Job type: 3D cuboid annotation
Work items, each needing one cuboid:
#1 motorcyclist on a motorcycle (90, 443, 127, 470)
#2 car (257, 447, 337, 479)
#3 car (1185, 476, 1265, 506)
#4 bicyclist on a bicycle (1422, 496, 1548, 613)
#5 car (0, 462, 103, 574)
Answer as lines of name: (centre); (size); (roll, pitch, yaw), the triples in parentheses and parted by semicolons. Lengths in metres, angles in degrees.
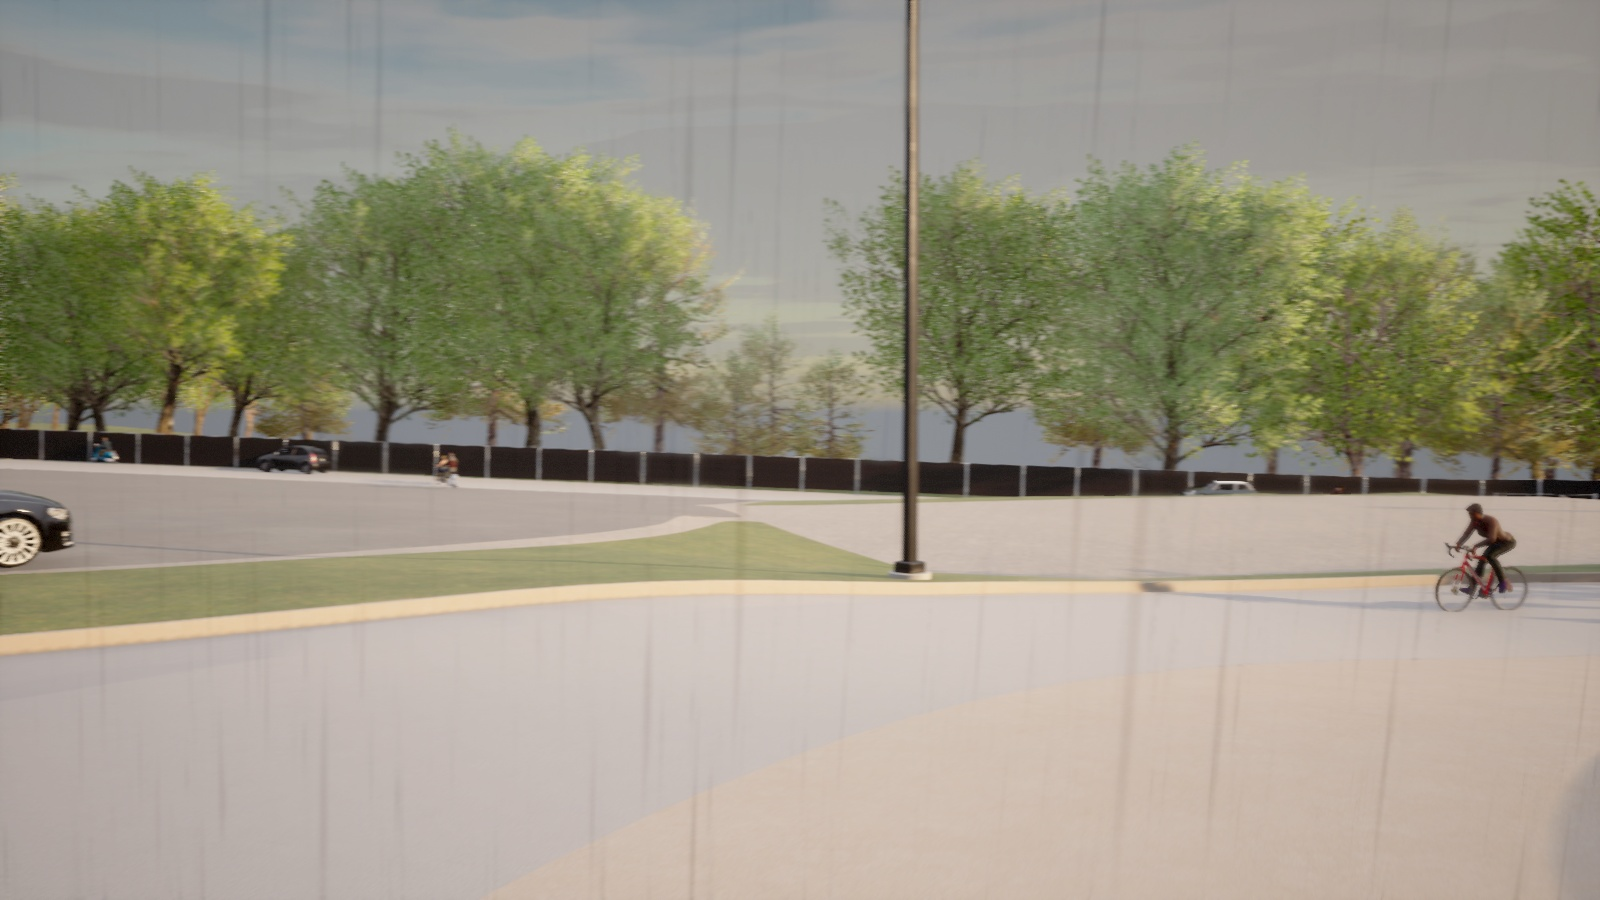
motorcyclist on a motorcycle: (-42.048, 0.386, 76.369); (1.817, 1.590, 0.866); (2, 3, 14)
car: (-29.477, 0.744, 73.621); (3.988, 1.617, 1.851); (2, 2, 13)
car: (23.173, 2.220, 68.646); (3.806, 1.475, 1.970); (1, 2, 8)
bicyclist on a bicycle: (10.165, 1.534, 18.653); (1.656, 1.620, 0.582); (-1, 2, -14)
car: (-12.477, 0.915, 16.956); (2.128, 1.511, 4.902); (1, -1, 39)
